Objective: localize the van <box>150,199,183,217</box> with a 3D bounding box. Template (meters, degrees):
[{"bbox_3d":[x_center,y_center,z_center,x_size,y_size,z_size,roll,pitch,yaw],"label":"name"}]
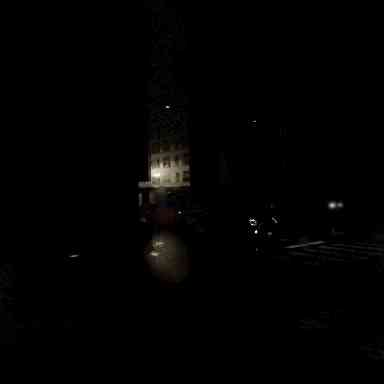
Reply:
[{"bbox_3d":[-2.816,1.689,36.045,1.690,1.788,3.998,-1,0,-36],"label":"van"}]

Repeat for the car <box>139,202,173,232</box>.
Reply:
[{"bbox_3d":[-3.353,1.706,22.132,1.967,1.590,4.097,-1,0,-36],"label":"car"}]

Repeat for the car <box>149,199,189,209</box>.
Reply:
[{"bbox_3d":[-2.593,1.630,25.668,2.097,1.767,4.553,0,0,-36],"label":"car"}]

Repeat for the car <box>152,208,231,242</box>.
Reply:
[{"bbox_3d":[-0.150,1.778,17.652,1.802,1.307,4.206,-1,0,-36],"label":"car"}]

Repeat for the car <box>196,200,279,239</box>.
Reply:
[{"bbox_3d":[2.580,1.518,18.394,2.097,1.767,4.553,0,0,-35],"label":"car"}]

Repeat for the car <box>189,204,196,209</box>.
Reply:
[{"bbox_3d":[0.288,1.804,31.705,1.752,1.417,4.829,-1,0,-36],"label":"car"}]
